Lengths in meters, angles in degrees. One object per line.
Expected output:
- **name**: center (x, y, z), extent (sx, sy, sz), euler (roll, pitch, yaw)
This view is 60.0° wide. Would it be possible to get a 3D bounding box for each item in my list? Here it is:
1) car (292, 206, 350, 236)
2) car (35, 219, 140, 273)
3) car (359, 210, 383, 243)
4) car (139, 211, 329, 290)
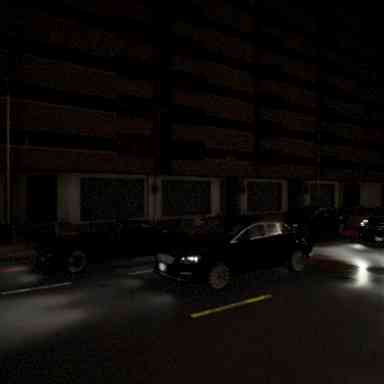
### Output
- **car**: center (5.902, 1.478, 16.628), extent (4.902, 1.511, 2.128), euler (0, 0, -35)
- **car**: center (-2.444, 1.593, 10.809), extent (4.718, 1.301, 1.895), euler (0, 0, -35)
- **car**: center (9.476, 1.339, 14.850), extent (4.553, 1.767, 2.097), euler (0, 0, -35)
- **car**: center (1.316, 1.485, 9.170), extent (4.902, 1.511, 2.128), euler (0, 0, -35)
